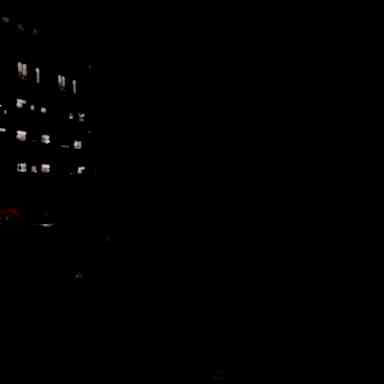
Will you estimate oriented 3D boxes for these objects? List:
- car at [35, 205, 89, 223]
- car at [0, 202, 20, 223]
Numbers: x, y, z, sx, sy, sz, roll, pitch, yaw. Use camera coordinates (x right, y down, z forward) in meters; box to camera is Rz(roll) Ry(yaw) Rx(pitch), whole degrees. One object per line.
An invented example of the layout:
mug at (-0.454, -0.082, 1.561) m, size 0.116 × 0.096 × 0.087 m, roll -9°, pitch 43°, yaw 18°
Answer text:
car at (-12.200, 2.008, 31.456) m, size 1.882 × 1.535 × 5.008 m, roll -1°, pitch -1°, yaw 35°
car at (-17.422, 1.772, 28.541) m, size 2.192 × 1.841 × 5.009 m, roll -2°, pitch -2°, yaw 35°
